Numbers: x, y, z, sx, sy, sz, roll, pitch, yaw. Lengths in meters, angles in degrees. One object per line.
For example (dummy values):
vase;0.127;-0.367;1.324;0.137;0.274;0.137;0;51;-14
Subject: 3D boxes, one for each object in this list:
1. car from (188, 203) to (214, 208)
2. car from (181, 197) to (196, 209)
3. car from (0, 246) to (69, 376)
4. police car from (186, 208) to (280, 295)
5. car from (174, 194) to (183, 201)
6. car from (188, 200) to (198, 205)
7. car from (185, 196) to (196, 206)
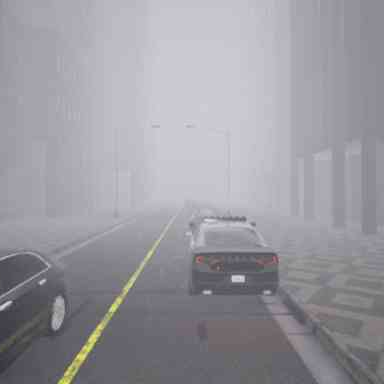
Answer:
car;0.827;1.571;18.788;1.812;1.442;4.674;0;0;0
car;-0.156;1.625;46.098;1.812;1.442;4.674;0;0;0
car;-3.014;1.516;3.878;1.837;1.490;4.892;0;0;0
police car;0.866;1.448;8.897;1.930;1.638;5.238;0;0;0
car;-3.365;1.690;92.873;1.882;1.535;5.008;0;0;0
car;0.803;1.561;24.789;1.837;1.490;4.892;0;0;0
car;-0.237;1.610;60.378;1.882;1.535;5.008;0;0;0
